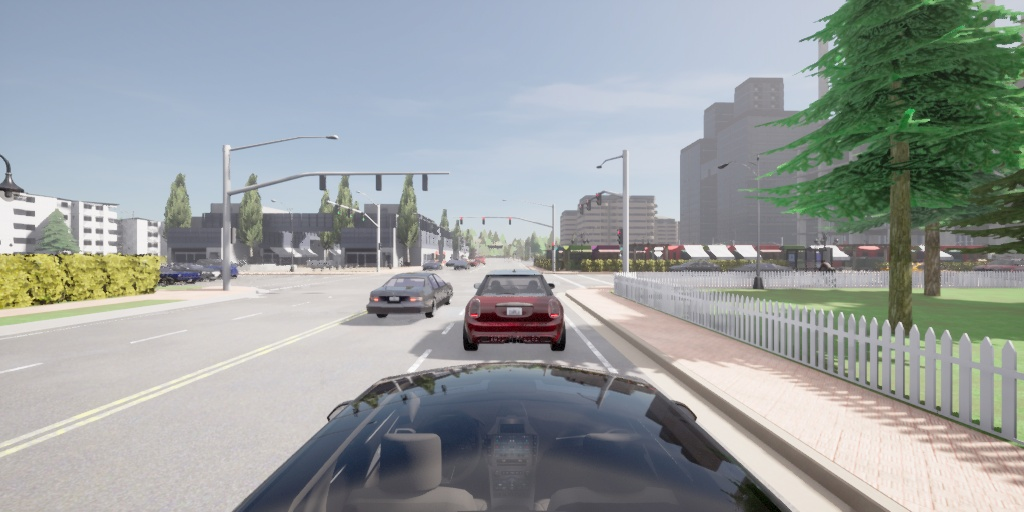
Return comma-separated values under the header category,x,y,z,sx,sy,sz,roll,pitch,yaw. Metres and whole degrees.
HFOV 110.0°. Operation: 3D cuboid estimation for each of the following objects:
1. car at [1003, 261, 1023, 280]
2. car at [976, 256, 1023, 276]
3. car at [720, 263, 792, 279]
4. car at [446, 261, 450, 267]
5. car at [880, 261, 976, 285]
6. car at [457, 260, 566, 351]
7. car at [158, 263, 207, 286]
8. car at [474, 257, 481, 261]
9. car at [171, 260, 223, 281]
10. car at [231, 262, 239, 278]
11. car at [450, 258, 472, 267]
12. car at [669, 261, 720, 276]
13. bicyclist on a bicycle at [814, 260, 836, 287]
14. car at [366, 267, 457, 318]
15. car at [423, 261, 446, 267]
category,x,y,z,sx,sy,sz,roll,pitch,yaw
car,43.877,1.314,29.449,4.181,1.385,1.994,0,0,-3
car,45.577,1.101,33.085,4.553,1.767,2.097,0,0,-1
car,22.393,1.297,32.576,5.357,1.411,2.033,0,0,-1
car,-10.566,1.297,63.802,2.033,1.411,5.357,0,0,0
car,29.219,1.227,25.553,5.008,1.535,1.882,0,0,-1
car,0.063,1.102,9.140,2.097,1.767,4.553,0,0,0
car,-24.086,1.350,24.303,4.718,1.301,1.895,0,0,-2
car,-7.076,1.350,63.116,1.895,1.301,4.718,0,0,0
car,-25.391,1.240,27.784,4.902,1.511,2.128,0,0,-2
car,-26.712,1.102,31.330,4.553,1.767,2.097,0,0,-2
car,-7.098,1.297,51.454,2.033,1.411,5.357,0,0,0
car,18.309,1.254,35.973,4.892,1.490,1.837,0,0,-1
bicyclist on a bicycle,18.790,1.052,21.497,0.582,1.620,1.656,0,0,-1
car,-3.419,1.297,12.975,2.033,1.411,5.357,0,0,0
car,-10.602,1.314,47.963,1.994,1.385,4.181,0,0,0
